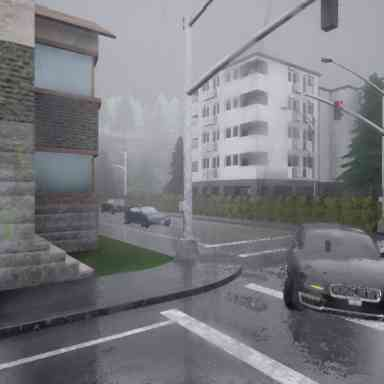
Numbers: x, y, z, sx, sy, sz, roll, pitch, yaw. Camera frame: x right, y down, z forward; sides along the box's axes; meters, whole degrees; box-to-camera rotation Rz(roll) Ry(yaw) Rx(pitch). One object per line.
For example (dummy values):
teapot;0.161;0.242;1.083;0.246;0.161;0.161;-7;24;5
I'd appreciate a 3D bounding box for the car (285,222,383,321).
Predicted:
car;3.194;1.517;7.556;1.837;1.490;4.892;3;0;15

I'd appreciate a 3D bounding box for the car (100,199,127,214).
car;-8.748;1.528;37.622;2.097;1.767;4.553;0;0;-35

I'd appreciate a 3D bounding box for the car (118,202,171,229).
car;-3.296;1.702;23.620;1.812;1.442;4.674;0;0;-36
